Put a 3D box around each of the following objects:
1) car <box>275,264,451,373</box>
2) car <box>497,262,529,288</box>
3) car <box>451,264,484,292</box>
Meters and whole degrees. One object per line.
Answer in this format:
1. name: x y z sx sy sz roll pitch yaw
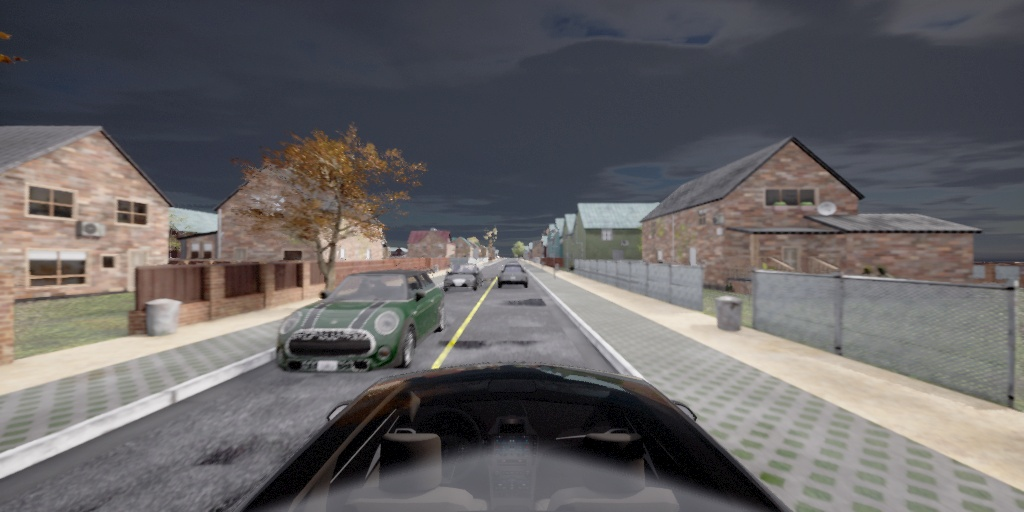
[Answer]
1. car: -2.834 1.096 7.762 2.097 1.767 4.553 0 0 0
2. car: 0.086 1.292 23.791 1.994 1.385 4.181 0 0 1
3. car: -2.774 1.221 21.297 2.128 1.511 4.902 0 0 1
